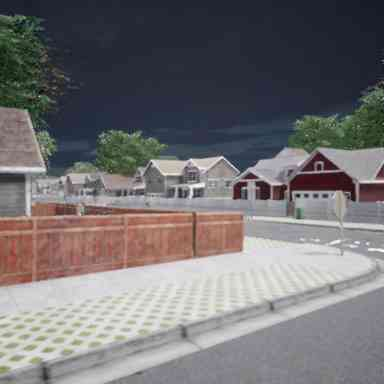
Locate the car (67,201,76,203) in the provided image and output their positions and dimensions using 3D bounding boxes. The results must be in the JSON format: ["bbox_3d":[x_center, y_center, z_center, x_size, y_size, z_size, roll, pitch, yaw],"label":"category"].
[{"bbox_3d":[-16.821,1.504,48.199,1.994,1.385,4.181,-1,1,-36],"label":"car"}]

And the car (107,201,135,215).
[{"bbox_3d":[-7.546,1.728,35.117,1.837,1.490,4.892,-1,1,-36],"label":"car"}]
